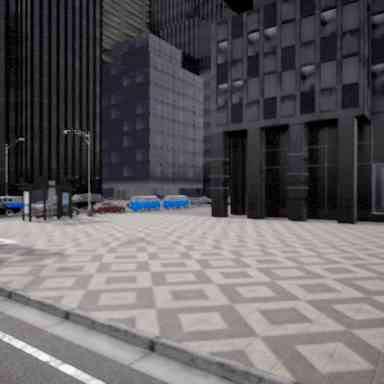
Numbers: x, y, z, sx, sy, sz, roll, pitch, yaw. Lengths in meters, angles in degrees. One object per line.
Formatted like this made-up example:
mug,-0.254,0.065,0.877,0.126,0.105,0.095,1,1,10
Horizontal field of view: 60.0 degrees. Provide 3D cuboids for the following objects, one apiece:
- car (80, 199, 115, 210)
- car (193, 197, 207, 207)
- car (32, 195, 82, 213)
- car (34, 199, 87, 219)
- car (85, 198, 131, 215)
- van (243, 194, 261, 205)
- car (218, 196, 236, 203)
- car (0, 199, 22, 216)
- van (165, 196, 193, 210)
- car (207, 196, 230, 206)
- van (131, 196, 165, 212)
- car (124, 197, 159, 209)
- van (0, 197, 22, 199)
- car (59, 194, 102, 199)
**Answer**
car,-12.254,1.587,43.219,1.802,1.307,4.206,0,0,35
car,1.770,1.503,52.795,2.128,1.511,4.902,0,0,35
car,-15.549,1.324,38.594,2.192,1.841,5.009,0,0,35
car,-11.901,1.578,29.025,2.008,1.369,4.403,0,0,35
car,-8.606,1.606,33.649,1.802,1.307,4.206,0,0,35
van,11.164,1.359,61.390,1.690,1.788,3.998,0,0,35
car,7.515,1.554,70.959,2.008,1.369,4.403,0,0,35
car,-18.314,1.620,30.129,1.895,1.301,4.718,0,0,35
van,-2.016,1.359,42.895,1.690,1.788,3.998,0,0,35
car,4.574,1.599,52.143,1.802,1.307,4.206,0,0,35
van,-5.310,1.362,38.272,1.690,1.788,3.998,0,0,35
car,-6.954,1.513,46.049,1.837,1.490,4.892,0,0,36
van,-18.844,1.353,33.971,1.690,1.788,3.998,0,0,35
car,-12.647,1.234,38.073,2.150,2.045,5.566,0,0,36
